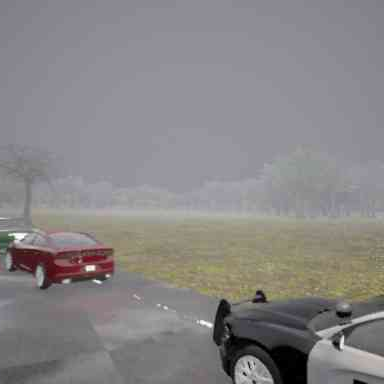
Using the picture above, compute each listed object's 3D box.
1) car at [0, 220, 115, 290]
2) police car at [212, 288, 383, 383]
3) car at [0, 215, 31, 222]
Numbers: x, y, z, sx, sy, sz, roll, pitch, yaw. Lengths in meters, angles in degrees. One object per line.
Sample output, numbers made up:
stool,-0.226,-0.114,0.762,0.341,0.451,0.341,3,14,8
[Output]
car,-4.322,1.883,10.504,1.882,1.535,5.008,4,-4,-43
police car,2.369,1.634,3.174,1.930,1.638,5.238,4,-4,-42
car,-8.402,1.872,14.890,2.097,1.767,4.553,4,-3,-43
